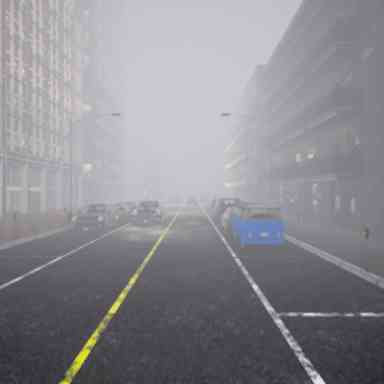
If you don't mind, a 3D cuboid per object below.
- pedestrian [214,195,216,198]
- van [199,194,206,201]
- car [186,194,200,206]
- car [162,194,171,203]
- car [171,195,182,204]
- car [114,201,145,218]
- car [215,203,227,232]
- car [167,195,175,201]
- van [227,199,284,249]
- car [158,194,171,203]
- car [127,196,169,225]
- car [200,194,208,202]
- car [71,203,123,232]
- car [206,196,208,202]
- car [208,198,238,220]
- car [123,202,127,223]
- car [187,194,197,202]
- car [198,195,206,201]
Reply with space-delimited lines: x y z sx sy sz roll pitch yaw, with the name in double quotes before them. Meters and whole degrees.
"pedestrian" 2.992 1.327 43.460 0.375 1.860 0.375 0 0 -1
"van" 2.671 1.424 86.413 1.690 1.788 3.998 0 0 0
"car" 0.002 1.570 55.038 1.812 1.442 4.674 0 0 1
"car" -5.705 1.494 64.206 1.967 1.590 4.097 0 0 0
"car" -3.022 1.558 66.558 1.837 1.490 4.892 0 0 0
"car" -5.698 1.571 30.900 2.008 1.369 4.403 0 0 0
"car" 2.685 1.563 19.800 2.008 1.369 4.403 0 0 0
"car" -5.710 1.656 91.960 1.947 1.339 4.313 0 0 0
"van" 2.686 1.350 14.250 1.690 1.788 3.998 0 0 0
"car" -5.706 1.376 69.757 2.192 1.841 5.009 0 0 0
"car" -3.104 1.367 24.413 2.097 1.767 4.553 0 0 0
"car" 2.673 1.383 75.310 2.192 1.841 5.009 0 0 0
"car" -5.696 1.452 19.798 1.967 1.590 4.097 0 0 0
"car" 2.992 1.536 40.516 1.837 1.490 4.892 0 0 0
"car" 2.683 1.332 25.352 2.192 1.841 5.009 0 0 0
"car" -5.697 1.541 25.179 1.752 1.417 4.829 0 0 0
"car" -0.012 1.266 70.445 2.097 1.767 4.553 0 0 0
"car" 2.670 1.531 91.963 1.967 1.590 4.097 0 0 0
